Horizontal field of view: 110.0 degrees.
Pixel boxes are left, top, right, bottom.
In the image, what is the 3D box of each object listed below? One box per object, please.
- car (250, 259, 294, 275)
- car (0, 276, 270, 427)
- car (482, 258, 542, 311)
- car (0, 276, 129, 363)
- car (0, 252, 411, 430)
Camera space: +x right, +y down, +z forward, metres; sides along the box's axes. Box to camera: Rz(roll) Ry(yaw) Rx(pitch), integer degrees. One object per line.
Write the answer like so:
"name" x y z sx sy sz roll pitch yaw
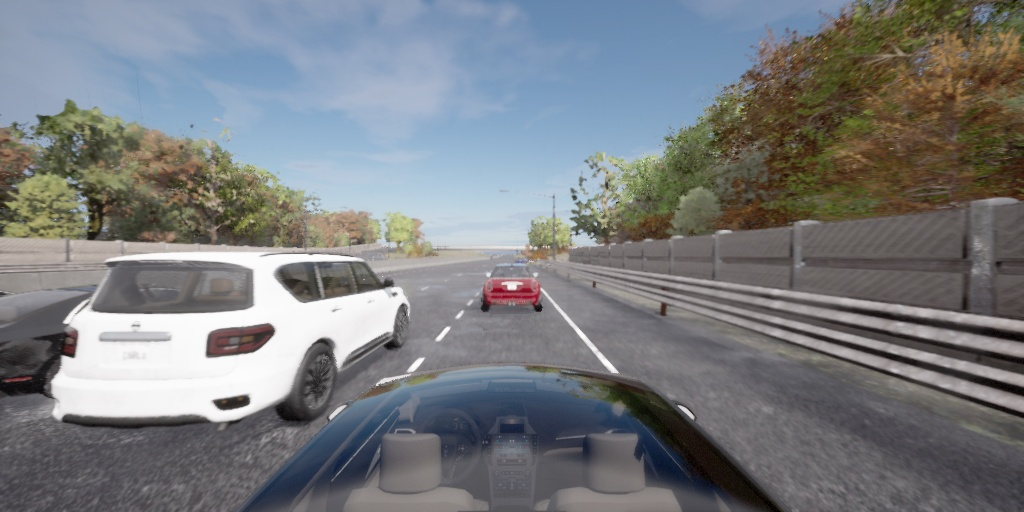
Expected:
"car" -28.014 1.205 42.062 1.837 1.490 4.892 0 3 1
"car" -6.900 1.244 6.400 1.837 1.490 4.892 0 0 0
"car" 0.001 1.075 14.361 2.097 1.767 4.553 0 0 0
"car" -10.398 1.244 6.417 1.837 1.490 4.892 0 0 0
"car" -3.401 0.962 5.913 2.150 2.045 5.566 0 0 0
